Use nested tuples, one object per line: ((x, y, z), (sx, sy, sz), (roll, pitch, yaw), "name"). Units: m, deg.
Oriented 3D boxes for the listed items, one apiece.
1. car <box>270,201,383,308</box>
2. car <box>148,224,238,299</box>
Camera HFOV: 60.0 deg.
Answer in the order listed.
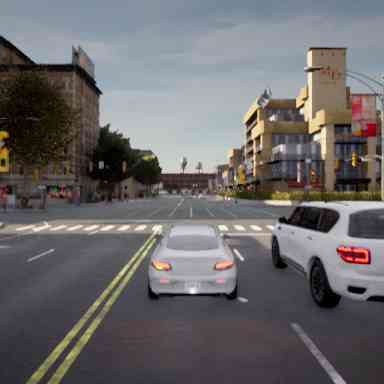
((3.511, 1.212, 8.052), (2.150, 2.045, 5.566), (0, 0, 0), "car")
((0.012, 1.516, 8.284), (1.812, 1.442, 4.674), (0, 0, 0), "car")
